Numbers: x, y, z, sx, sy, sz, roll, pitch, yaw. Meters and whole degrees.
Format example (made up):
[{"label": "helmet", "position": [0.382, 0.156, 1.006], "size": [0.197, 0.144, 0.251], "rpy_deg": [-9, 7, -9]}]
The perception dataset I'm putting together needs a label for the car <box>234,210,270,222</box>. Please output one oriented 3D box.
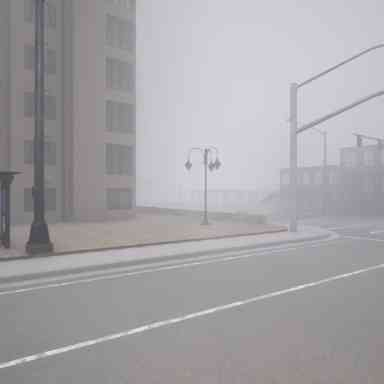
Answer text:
[{"label": "car", "position": [5.609, 2.537, 33.911], "size": [1.882, 1.535, 5.008], "rpy_deg": [0, -9, -36]}]
